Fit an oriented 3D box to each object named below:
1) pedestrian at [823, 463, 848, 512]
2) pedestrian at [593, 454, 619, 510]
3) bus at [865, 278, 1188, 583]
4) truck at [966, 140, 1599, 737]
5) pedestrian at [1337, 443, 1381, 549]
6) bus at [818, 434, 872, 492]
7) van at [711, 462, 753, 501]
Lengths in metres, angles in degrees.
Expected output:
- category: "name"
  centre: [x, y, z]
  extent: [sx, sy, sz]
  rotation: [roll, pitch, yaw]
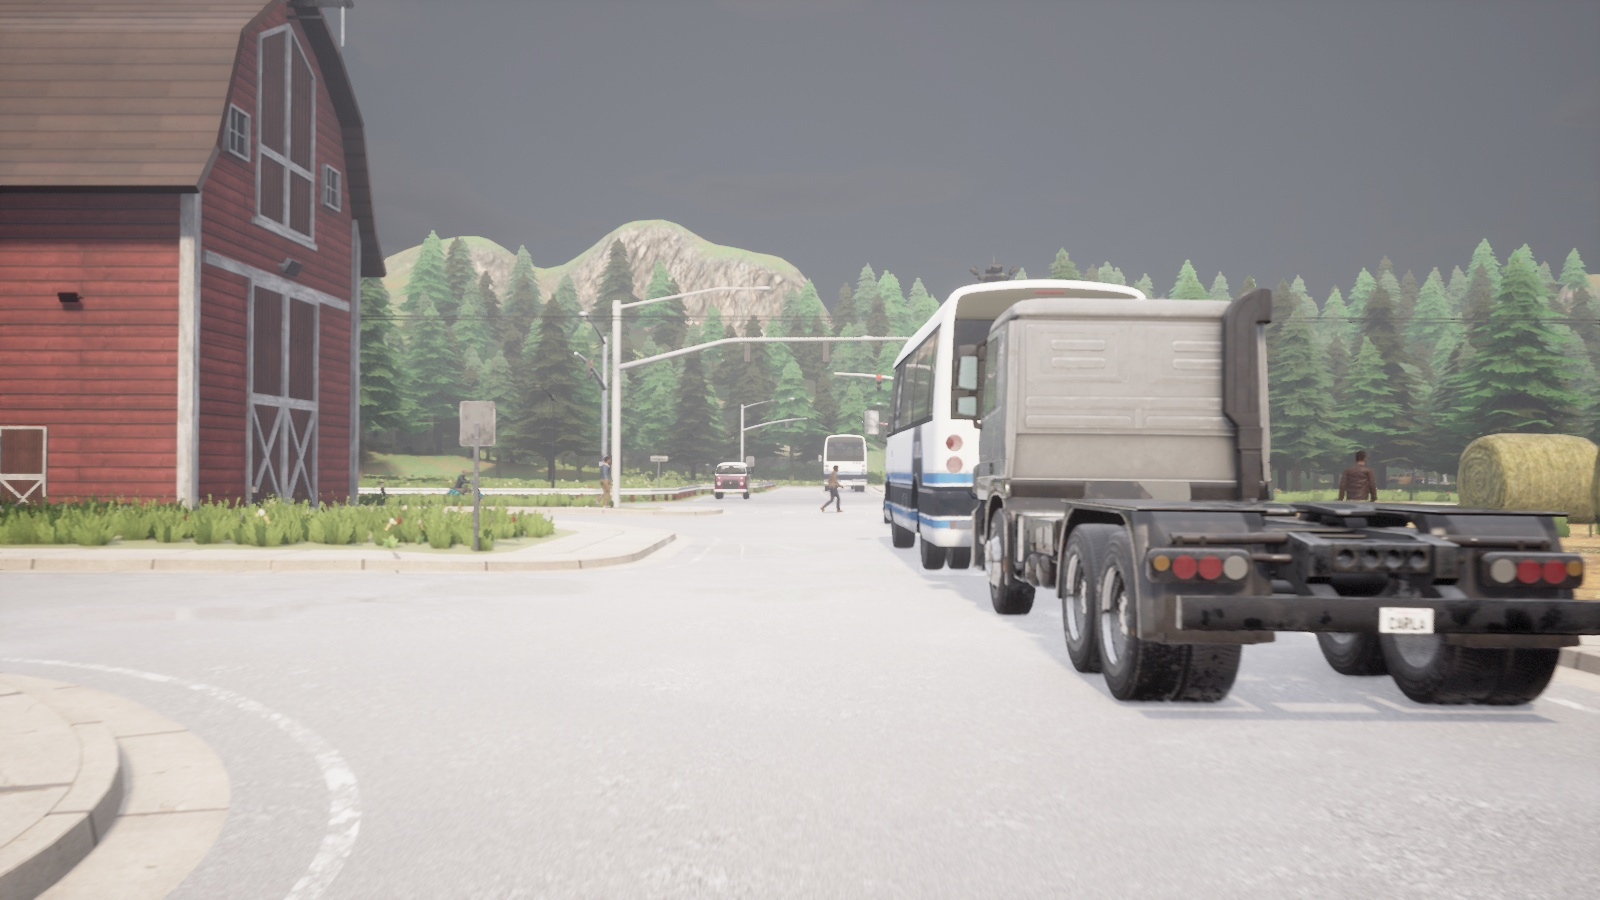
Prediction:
- category: "pedestrian"
  centre: [1.303, 1.387, 46.304]
  extent: [0.869, 1.805, 0.328]
  rotation: [0, -1, -3]
- category: "pedestrian"
  centre: [-6.757, 1.120, 43.748]
  extent: [0.788, 1.949, 0.423]
  rotation: [0, -1, -26]
- category: "bus"
  centre: [3.434, -0.195, 22.736]
  extent: [3.944, 4.253, 10.273]
  rotation: [0, -1, 0]
- category: "truck"
  centre: [3.470, -0.009, 11.268]
  extent: [2.891, 3.462, 7.936]
  rotation: [0, -1, 0]
- category: "pedestrian"
  centre: [9.820, 0.799, 22.053]
  extent: [0.703, 1.840, 0.431]
  rotation: [1, -1, -42]
- category: "bus"
  centre: [3.437, 1.061, 97.723]
  extent: [3.944, 4.253, 10.273]
  rotation: [0, -1, 1]
- category: "van"
  centre: [-3.680, 1.708, 68.993]
  extent: [2.069, 2.038, 4.480]
  rotation: [0, -1, 0]
